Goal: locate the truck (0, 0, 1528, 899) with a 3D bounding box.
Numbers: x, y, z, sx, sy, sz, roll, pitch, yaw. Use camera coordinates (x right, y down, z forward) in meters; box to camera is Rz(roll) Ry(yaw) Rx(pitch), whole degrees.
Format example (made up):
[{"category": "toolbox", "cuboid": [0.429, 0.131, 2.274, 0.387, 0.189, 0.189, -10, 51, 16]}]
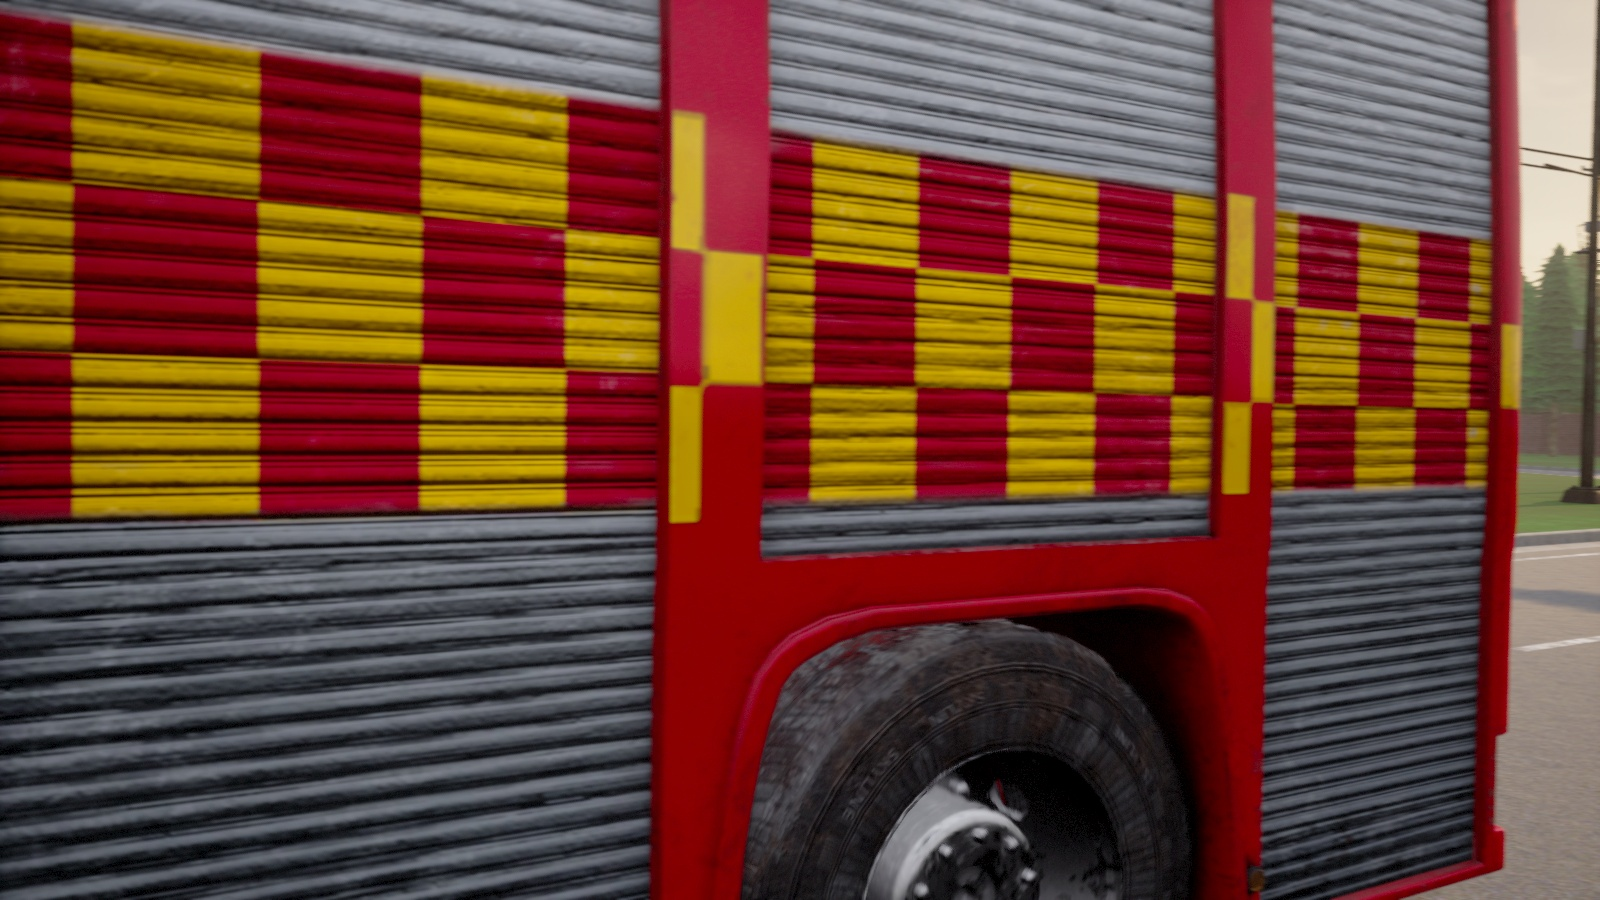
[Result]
[{"category": "truck", "cuboid": [-2.580, -0.403, 2.232, 8.468, 3.827, 2.891, -1, 2, -30]}]
